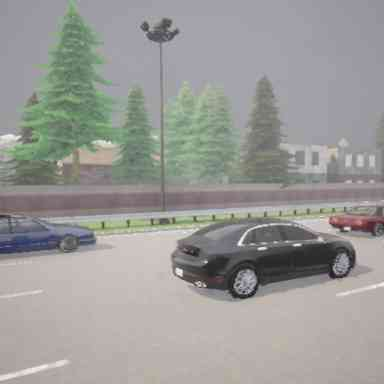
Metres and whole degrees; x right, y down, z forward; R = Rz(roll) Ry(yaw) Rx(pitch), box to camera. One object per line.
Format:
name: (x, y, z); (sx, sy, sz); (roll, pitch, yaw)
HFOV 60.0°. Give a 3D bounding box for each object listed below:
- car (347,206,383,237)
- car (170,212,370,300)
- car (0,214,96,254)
car: (8.841, 1.292, 15.814); (4.718, 1.301, 1.895); (-1, 1, -28)
car: (1.864, 1.386, 8.096); (4.892, 1.490, 1.837); (-1, 1, -28)
car: (-6.235, 1.503, 11.695); (5.357, 1.411, 2.033); (-1, 1, -28)
